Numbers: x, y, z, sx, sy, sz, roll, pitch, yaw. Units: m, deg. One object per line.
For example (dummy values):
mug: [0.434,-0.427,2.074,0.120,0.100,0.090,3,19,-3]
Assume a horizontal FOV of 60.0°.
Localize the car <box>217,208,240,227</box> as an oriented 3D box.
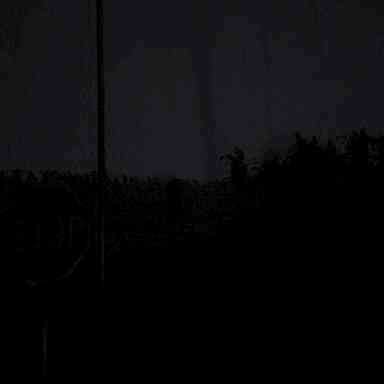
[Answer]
car: [3.595,1.856,25.077,1.994,1.385,4.181,-2,-1,36]
